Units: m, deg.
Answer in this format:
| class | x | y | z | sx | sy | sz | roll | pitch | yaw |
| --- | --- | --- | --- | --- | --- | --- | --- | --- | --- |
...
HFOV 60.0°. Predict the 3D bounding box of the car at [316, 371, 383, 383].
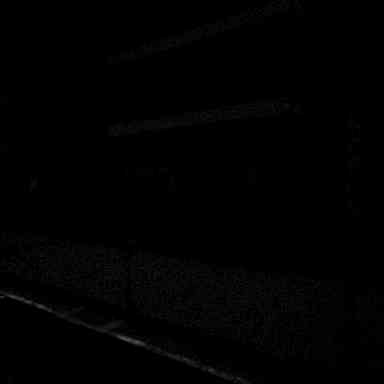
| class | x | y | z | sx | sy | sz | roll | pitch | yaw |
| --- | --- | --- | --- | --- | --- | --- | --- | --- | --- |
| car | 2.328 | 1.575 | 1.149 | 4.313 | 1.339 | 1.947 | 0 | 0 | 35 |
